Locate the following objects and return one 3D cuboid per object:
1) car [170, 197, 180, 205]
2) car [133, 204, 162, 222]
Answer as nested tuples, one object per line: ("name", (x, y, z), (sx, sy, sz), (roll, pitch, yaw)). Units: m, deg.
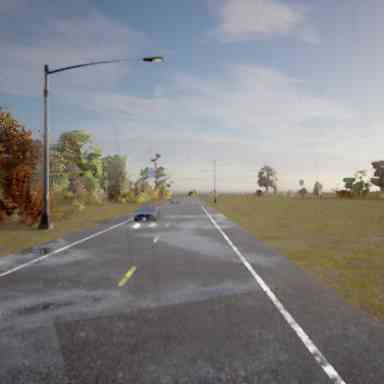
("car", (-3.511, 1.862, 67.872), (2.128, 1.511, 4.902), (0, 0, 0))
("car", (-3.601, 1.678, 27.783), (2.033, 1.411, 5.357), (0, 0, 0))
